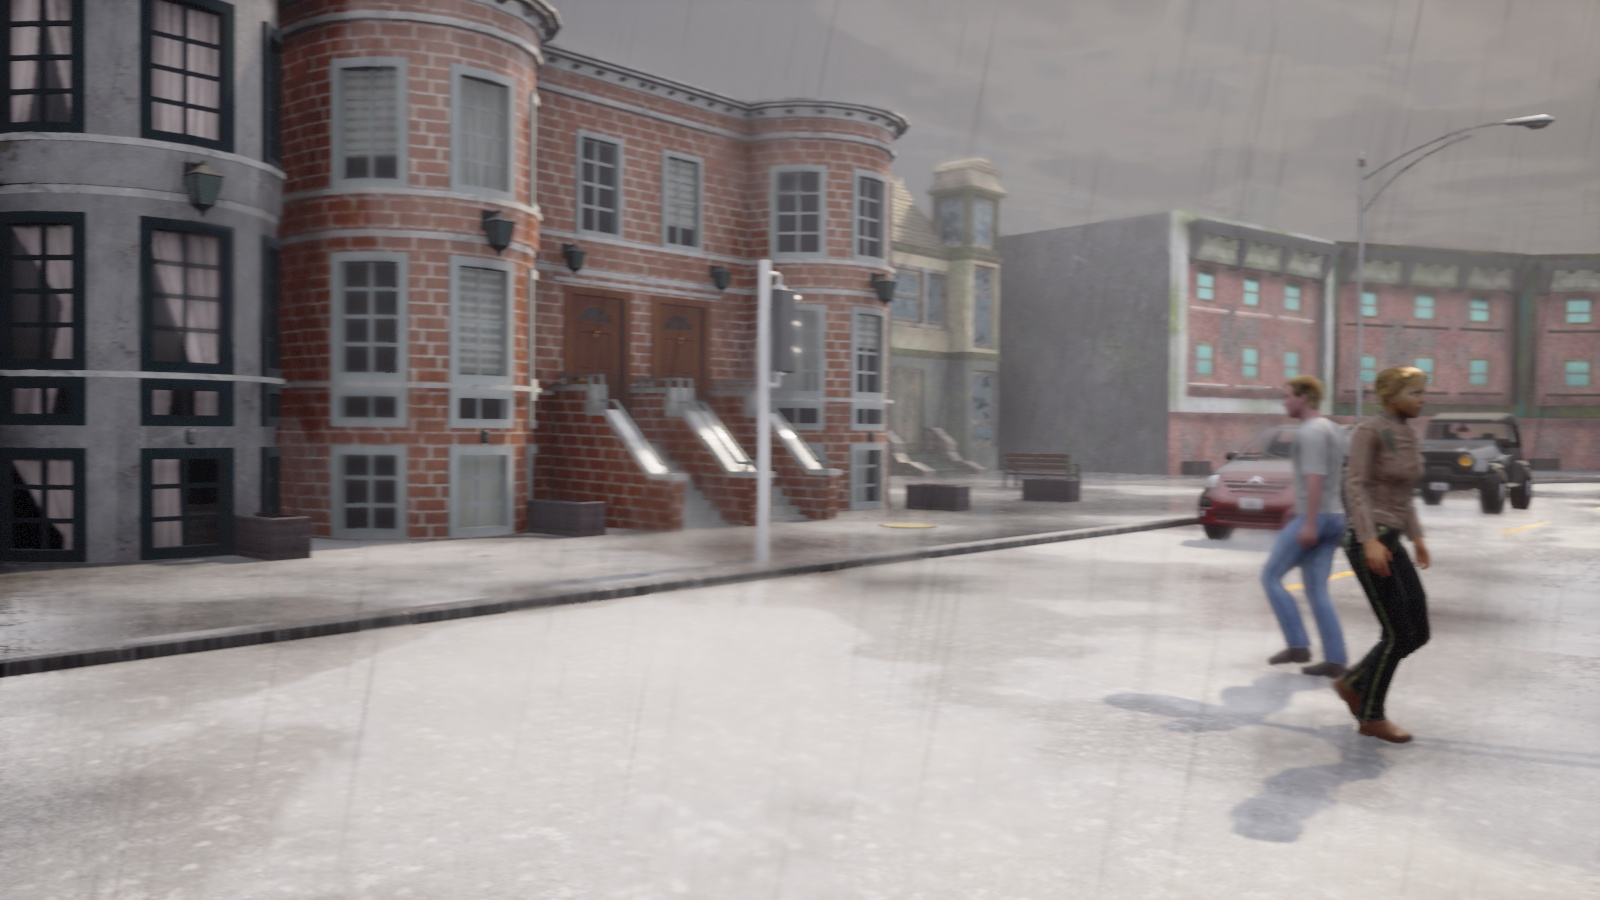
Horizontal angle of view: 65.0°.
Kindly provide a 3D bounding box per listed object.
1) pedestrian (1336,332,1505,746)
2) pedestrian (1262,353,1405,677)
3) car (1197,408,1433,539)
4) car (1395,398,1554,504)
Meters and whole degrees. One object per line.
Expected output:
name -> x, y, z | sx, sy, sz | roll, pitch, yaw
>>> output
pedestrian -> 2.931, 0.396, 5.943 | 0.331, 1.846, 0.634 | -1, 1, -41
pedestrian -> 3.171, 0.366, 7.473 | 0.706, 1.836, 0.354 | 0, 1, 39
car -> 7.298, 0.253, 17.580 | 1.851, 1.617, 3.988 | 0, 1, 41
car -> 13.074, -0.025, 24.224 | 1.905, 1.878, 3.866 | 0, 1, 41
